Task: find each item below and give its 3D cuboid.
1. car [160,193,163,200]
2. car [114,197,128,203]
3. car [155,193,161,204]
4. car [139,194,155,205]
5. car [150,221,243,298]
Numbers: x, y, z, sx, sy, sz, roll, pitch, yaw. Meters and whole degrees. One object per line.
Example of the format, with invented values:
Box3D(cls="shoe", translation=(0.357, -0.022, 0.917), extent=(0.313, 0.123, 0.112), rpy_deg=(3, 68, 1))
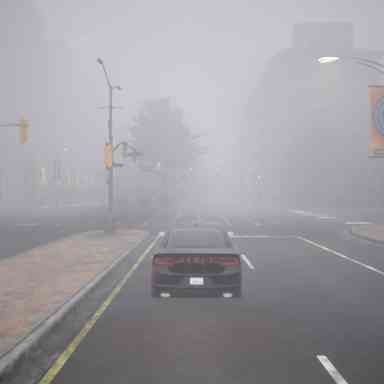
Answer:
Box3D(cls="car", translation=(-7.717, 1.225, 76.572), extent=(2.150, 2.045, 5.566), rpy_deg=(0, 0, 0))
Box3D(cls="car", translation=(-14.499, 1.595, 67.931), extent=(1.895, 1.301, 4.718), rpy_deg=(0, 0, 0))
Box3D(cls="car", translation=(-7.791, 1.526, 65.821), extent=(1.812, 1.442, 4.674), rpy_deg=(0, 0, 1))
Box3D(cls="car", translation=(-7.873, 1.505, 56.562), extent=(1.837, 1.490, 4.892), rpy_deg=(0, 0, 1))
Box3D(cls="car", translation=(0.109, 1.478, 8.555), extent=(1.882, 1.535, 5.008), rpy_deg=(0, 0, 1))
